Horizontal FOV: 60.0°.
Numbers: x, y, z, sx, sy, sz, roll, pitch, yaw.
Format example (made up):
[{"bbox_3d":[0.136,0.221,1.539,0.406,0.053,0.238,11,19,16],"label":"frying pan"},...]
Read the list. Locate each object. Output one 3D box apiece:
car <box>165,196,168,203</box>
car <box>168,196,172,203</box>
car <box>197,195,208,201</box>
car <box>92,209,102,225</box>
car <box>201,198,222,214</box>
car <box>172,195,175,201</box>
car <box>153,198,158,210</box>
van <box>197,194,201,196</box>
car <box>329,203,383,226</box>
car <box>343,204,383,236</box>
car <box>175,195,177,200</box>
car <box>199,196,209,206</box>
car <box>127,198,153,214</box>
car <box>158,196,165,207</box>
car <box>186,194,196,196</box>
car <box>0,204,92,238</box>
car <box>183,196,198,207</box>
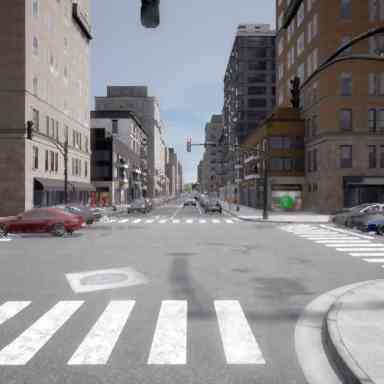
[{"bbox_3d":[-5.790,1.634,58.199,2.008,1.369,4.403,0,0,0],"label":"car"},{"bbox_3d":[-5.801,1.552,69.220,1.967,1.590,4.097,0,0,0],"label":"car"},{"bbox_3d":[2.240,1.637,52.696,1.947,1.339,4.313,0,0,0],"label":"car"},{"bbox_3d":[-8.083,1.521,20.577,4.902,1.511,2.128,-1,0,0],"label":"car"},{"bbox_3d":[2.257,1.606,36.163,1.947,1.339,4.313,0,0,0],"label":"car"},{"bbox_3d":[-5.812,1.695,80.242,2.008,1.369,4.403,0,0,0],"label":"car"},{"bbox_3d":[-5.774,1.490,41.667,1.967,1.590,4.097,0,0,0],"label":"car"},{"bbox_3d":[2.235,1.424,58.207,1.690,1.788,3.998,0,0,0],"label":"van"},{"bbox_3d":[11.093,1.451,20.694,4.902,1.511,2.128,0,0,0],"label":"car"},{"bbox_3d":[11.180,1.501,17.433,5.357,1.411,2.033,0,0,-1],"label":"car"},{"bbox_3d":[-5.823,1.721,91.264,1.887,1.381,4.507,0,0,0],"label":"car"},{"bbox_3d":[2.246,1.641,47.186,1.802,1.307,4.206,0,0,0],"label":"car"},{"bbox_3d":[-5.768,1.480,36.156,1.967,1.590,4.097,0,0,0],"label":"car"},{"bbox_3d":[-5.785,1.653,52.688,1.802,1.307,4.206,0,0,0],"label":"car"},{"bbox_3d":[-0.417,1.720,73.838,1.895,1.301,4.718,0,0,0],"label":"car"},{"bbox_3d":[-7.935,1.552,17.325,4.674,1.442,1.812,0,0,0],"label":"car"},{"bbox_3d":[-0.301,1.674,53.897,1.895,1.301,4.718,0,0,0],"label":"car"}]
